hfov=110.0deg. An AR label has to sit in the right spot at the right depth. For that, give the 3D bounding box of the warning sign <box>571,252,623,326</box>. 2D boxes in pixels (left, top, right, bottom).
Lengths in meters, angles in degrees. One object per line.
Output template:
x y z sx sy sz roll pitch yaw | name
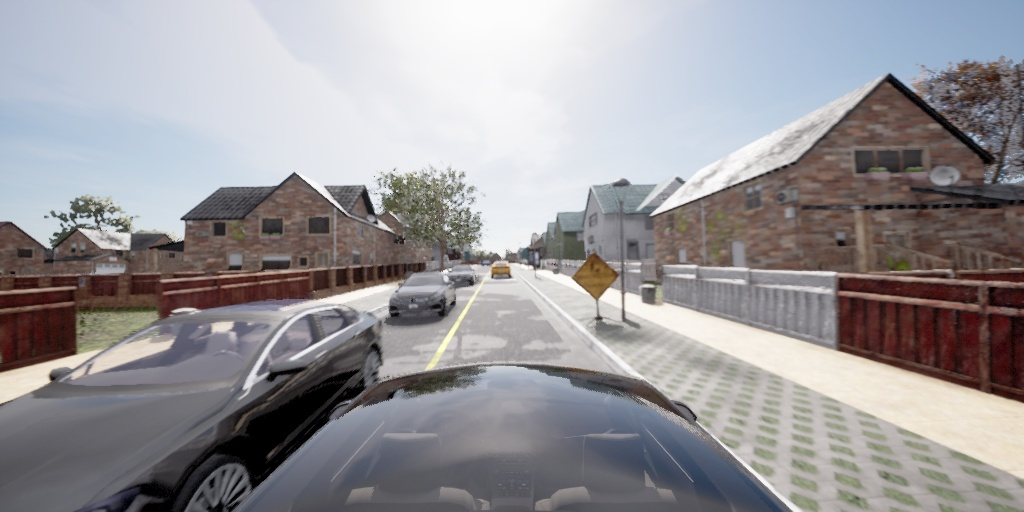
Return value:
2.303 0.821 9.510 1.300 1.860 1.060 0 0 -2 | warning sign

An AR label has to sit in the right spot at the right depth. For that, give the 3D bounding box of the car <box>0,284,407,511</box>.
-2.867 1.300 3.761 2.128 1.511 4.902 -1 0 -2 | car

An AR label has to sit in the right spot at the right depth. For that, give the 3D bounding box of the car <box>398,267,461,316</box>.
-3.231 1.349 13.763 1.812 1.442 4.674 -1 0 -2 | car

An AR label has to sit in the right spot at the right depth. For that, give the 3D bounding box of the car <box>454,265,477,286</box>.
-3.687 1.379 26.530 1.812 1.442 4.674 -1 0 -2 | car

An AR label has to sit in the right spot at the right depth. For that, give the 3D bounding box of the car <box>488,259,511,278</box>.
-1.095 1.301 35.877 1.882 1.535 5.008 -1 -1 -2 | car
